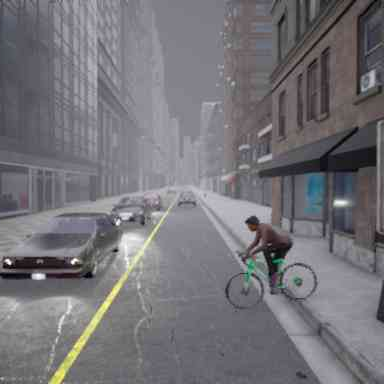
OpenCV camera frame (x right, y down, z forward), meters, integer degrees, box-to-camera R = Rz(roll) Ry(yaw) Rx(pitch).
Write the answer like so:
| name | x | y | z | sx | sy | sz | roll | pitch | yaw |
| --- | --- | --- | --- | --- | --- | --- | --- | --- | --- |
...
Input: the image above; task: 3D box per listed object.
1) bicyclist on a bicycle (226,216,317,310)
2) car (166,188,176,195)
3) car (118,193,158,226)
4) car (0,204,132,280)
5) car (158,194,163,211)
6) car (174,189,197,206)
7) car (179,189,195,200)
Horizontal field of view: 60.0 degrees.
| name | x | y | z | sx | sy | sz | roll | pitch | yaw |
| --- | --- | --- | --- | --- | --- | --- | --- | --- | --- |
| bicyclist on a bicycle | 1.340 | 1.219 | 5.895 | 1.656 | 1.620 | 0.582 | -9 | 2 | -1 |
| car | -4.265 | -0.158 | 69.599 | 1.812 | 1.442 | 4.674 | 0 | 1 | -1 |
| car | -3.432 | 1.018 | 19.450 | 2.128 | 1.511 | 4.902 | 0 | 1 | -1 |
| car | -3.261 | 1.314 | 9.591 | 2.033 | 1.411 | 5.357 | 0 | 1 | -1 |
| car | -3.579 | 0.811 | 29.336 | 1.812 | 1.442 | 4.674 | 0 | 1 | 0 |
| car | -0.514 | 0.702 | 34.595 | 2.033 | 1.411 | 5.357 | 0 | 1 | -1 |
| car | -0.765 | 0.321 | 48.017 | 2.128 | 1.511 | 4.902 | 0 | 1 | -1 |
